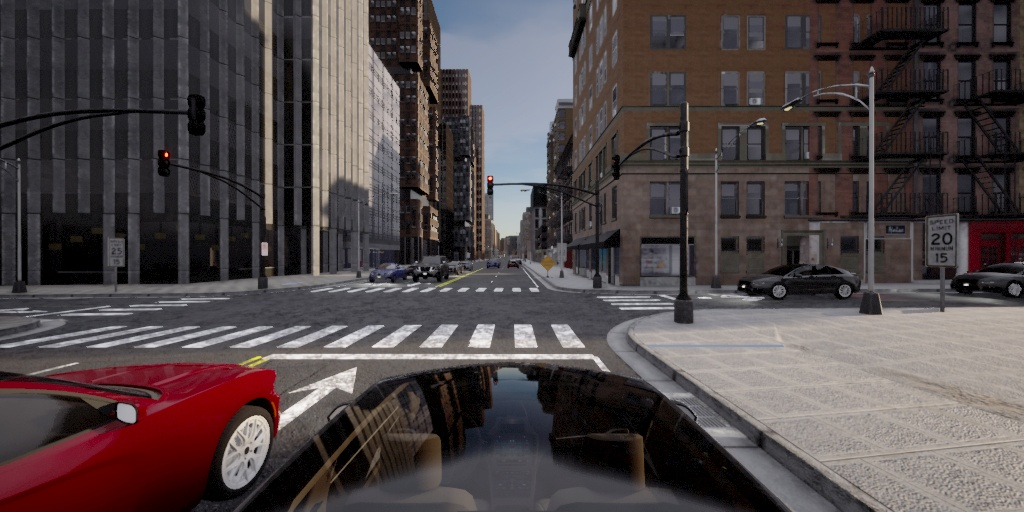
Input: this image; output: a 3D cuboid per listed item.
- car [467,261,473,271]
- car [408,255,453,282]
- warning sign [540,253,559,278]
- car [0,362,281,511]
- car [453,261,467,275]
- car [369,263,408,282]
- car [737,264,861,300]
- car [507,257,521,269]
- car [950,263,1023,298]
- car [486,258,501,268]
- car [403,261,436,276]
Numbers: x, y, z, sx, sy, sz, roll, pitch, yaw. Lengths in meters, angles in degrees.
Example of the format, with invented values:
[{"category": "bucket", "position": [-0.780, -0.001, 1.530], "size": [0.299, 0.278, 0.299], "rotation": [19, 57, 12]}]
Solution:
[{"category": "car", "position": [-6.485, 1.322, 49.366], "size": [1.994, 1.385, 4.181], "rotation": [0, 0, 0]}, {"category": "car", "position": [-6.555, 0.973, 29.488], "size": [2.150, 2.045, 5.566], "rotation": [0, 0, -1]}, {"category": "warning sign", "position": [2.909, 0.867, 29.142], "size": [1.300, 1.860, 1.060], "rotation": [0, 0, 0]}, {"category": "car", "position": [-3.153, 1.228, 1.421], "size": [1.882, 1.535, 5.008], "rotation": [0, 0, 0]}, {"category": "car", "position": [-6.517, 1.259, 39.404], "size": [1.837, 1.490, 4.892], "rotation": [0, 0, 0]}, {"category": "car", "position": [-9.792, 1.277, 28.733], "size": [1.812, 1.442, 4.674], "rotation": [0, 0, 0]}, {"category": "car", "position": [12.904, 1.115, 16.278], "size": [4.892, 1.490, 1.837], "rotation": [0, 0, -1]}, {"category": "car", "position": [0.176, 1.267, 58.745], "size": [1.837, 1.490, 4.892], "rotation": [0, 0, 0]}, {"category": "car", "position": [22.937, 1.044, 16.194], "size": [4.892, 1.490, 1.837], "rotation": [0, 0, 0]}, {"category": "car", "position": [-3.068, 1.115, 59.493], "size": [2.097, 1.767, 4.553], "rotation": [0, 0, 1]}, {"category": "car", "position": [-9.772, 1.302, 38.320], "size": [2.033, 1.411, 5.357], "rotation": [0, 0, 0]}]
